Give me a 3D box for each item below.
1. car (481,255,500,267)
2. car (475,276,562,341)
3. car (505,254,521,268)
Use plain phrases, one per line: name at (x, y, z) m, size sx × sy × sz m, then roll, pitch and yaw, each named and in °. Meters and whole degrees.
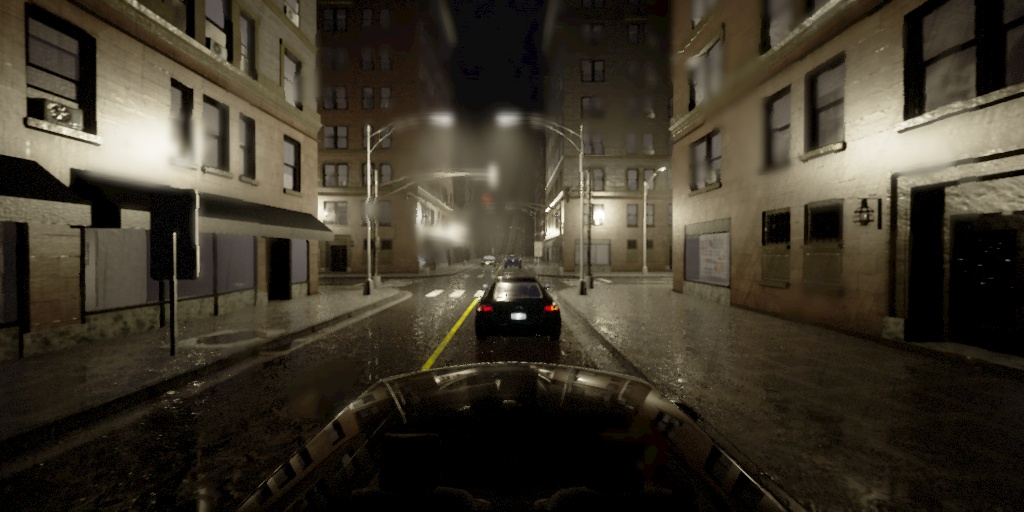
car at (-3.067, 0.709, 47.806) m, size 2.128 × 1.511 × 4.902 m, roll 0°, pitch 1°, yaw 0°
car at (0.117, 1.223, 9.598) m, size 1.994 × 1.385 × 4.181 m, roll 0°, pitch 1°, yaw -1°
car at (0.116, 0.582, 46.792) m, size 2.097 × 1.767 × 4.553 m, roll 0°, pitch 1°, yaw 0°
